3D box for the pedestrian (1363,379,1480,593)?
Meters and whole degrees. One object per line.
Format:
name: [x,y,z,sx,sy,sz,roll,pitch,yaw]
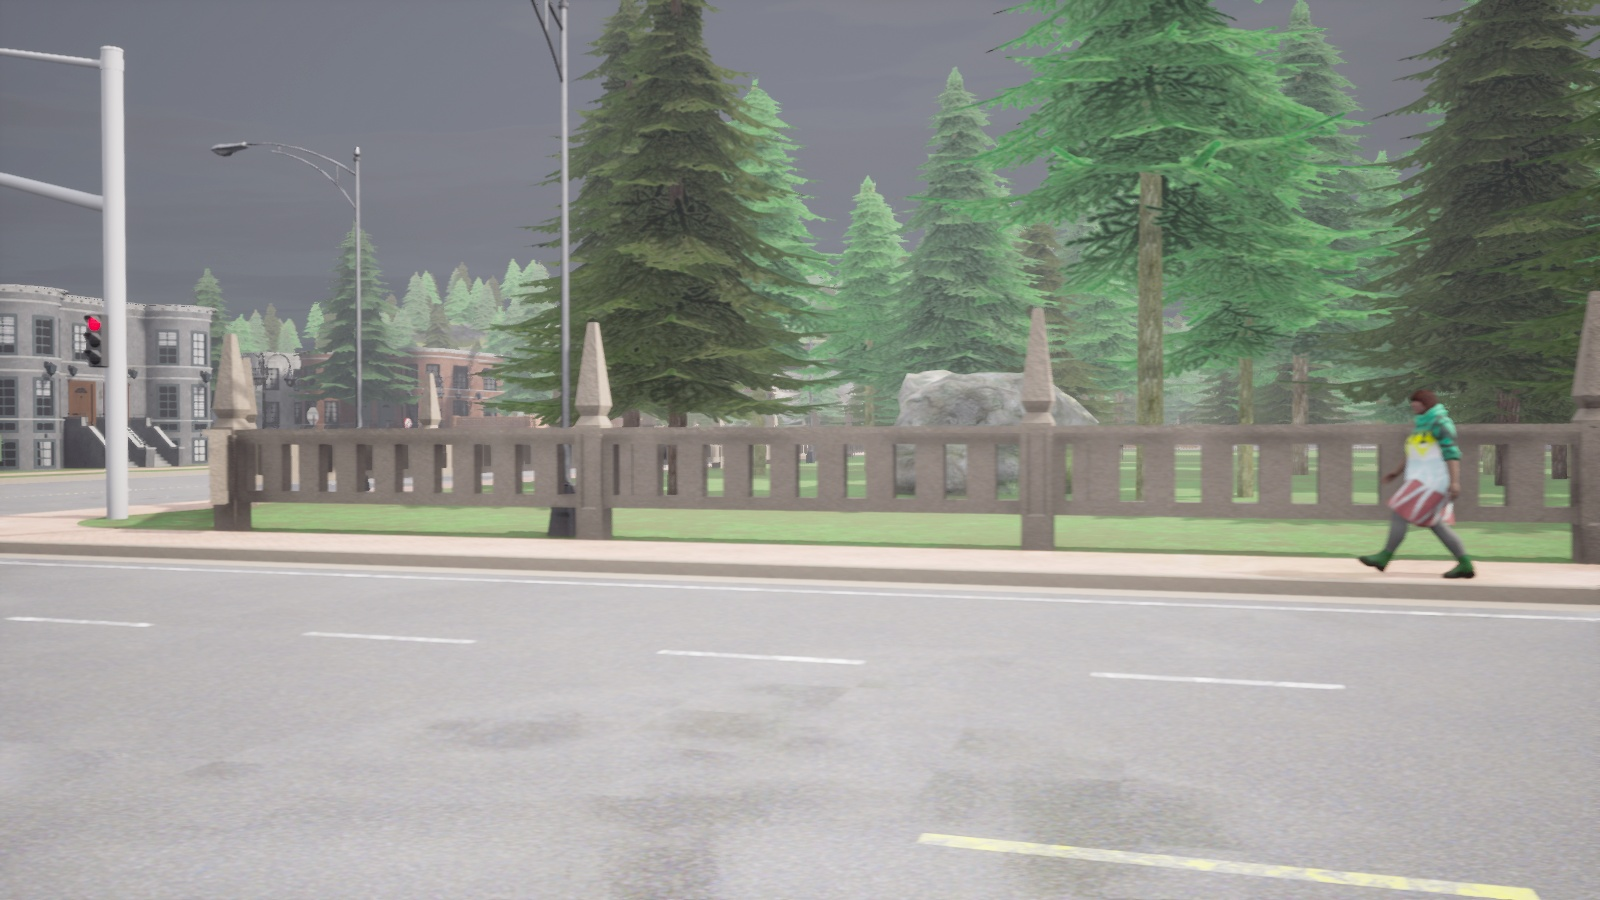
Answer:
pedestrian: [5.880,0.322,11.922,0.873,1.952,0.659,0,1,16]
